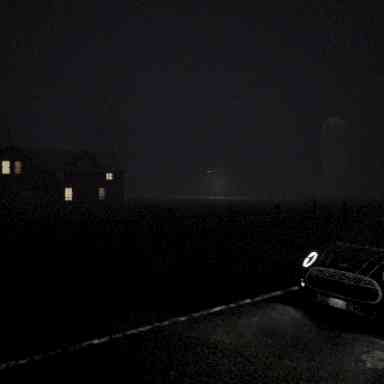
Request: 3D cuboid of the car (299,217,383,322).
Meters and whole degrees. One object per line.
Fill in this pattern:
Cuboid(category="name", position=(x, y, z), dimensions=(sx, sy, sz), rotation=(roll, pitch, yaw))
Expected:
Cuboid(category="car", position=(4.353, 1.340, 7.096), dimensions=(4.553, 1.767, 2.097), rotation=(0, 0, -36))
